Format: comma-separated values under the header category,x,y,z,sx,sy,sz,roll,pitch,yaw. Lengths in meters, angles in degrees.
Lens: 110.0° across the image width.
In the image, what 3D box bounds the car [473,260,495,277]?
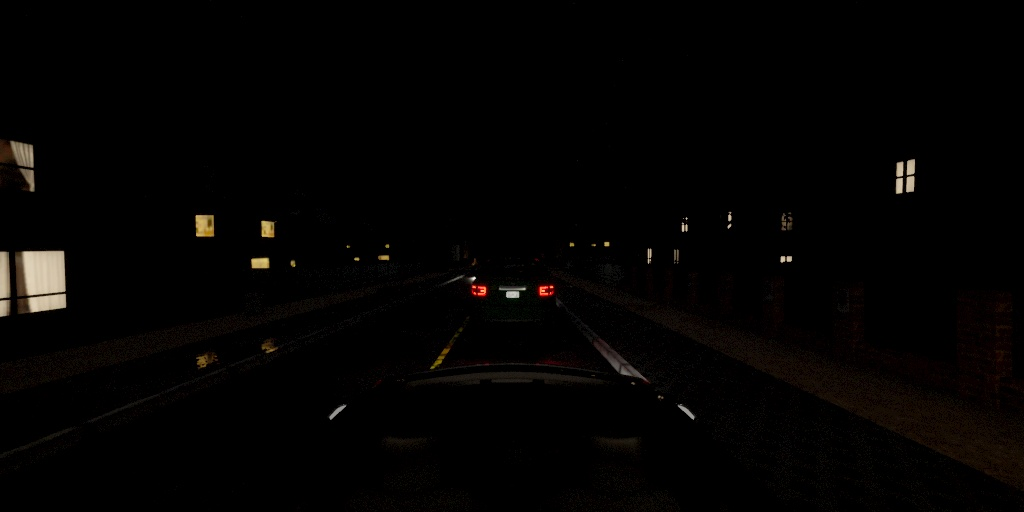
category,x,y,z,sx,sy,sz,roll,pitch,yaw
car,-2.845,1.245,37.291,1.882,1.535,5.008,0,0,0

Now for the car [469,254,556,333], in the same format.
category,x,y,z,sx,sy,sz,roll,pitch,yaw
car,0.032,0.970,10.814,2.150,2.045,5.566,0,0,0
